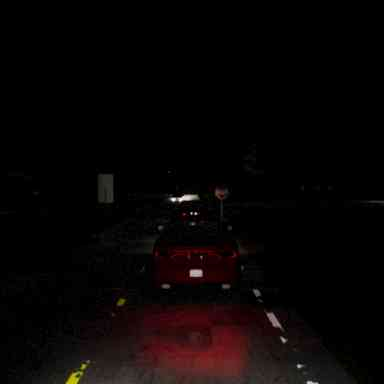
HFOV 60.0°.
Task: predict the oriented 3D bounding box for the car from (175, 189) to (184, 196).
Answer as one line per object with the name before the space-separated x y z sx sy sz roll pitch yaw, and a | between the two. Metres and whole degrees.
car | -3.123 0.169 83.110 2.097 1.767 4.553 0 1 0

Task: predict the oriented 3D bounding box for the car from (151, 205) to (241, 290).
car | 0.087 1.340 8.744 1.882 1.535 5.008 0 1 0

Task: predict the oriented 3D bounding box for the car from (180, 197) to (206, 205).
car | 0.087 1.223 18.244 1.837 1.490 4.892 0 1 1

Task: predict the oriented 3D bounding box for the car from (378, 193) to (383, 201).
car | 24.441 0.306 39.045 4.674 1.442 1.812 -1 2 0

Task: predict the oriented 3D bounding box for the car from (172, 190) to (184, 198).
car | -3.021 0.607 68.146 1.895 1.301 4.718 0 1 0
